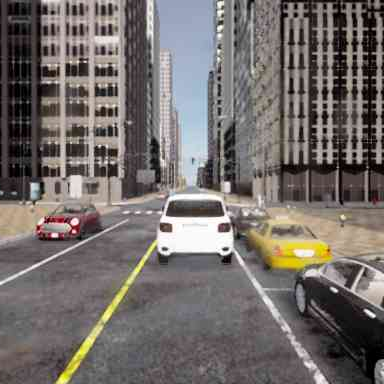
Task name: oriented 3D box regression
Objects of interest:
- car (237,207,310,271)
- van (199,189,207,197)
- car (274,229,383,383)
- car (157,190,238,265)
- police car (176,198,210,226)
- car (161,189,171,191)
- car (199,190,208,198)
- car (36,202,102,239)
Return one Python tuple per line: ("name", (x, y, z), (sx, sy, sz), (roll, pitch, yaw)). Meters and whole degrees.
("car", (2.693, 1.397, 10.286), (1.752, 1.417, 4.829), (0, 1, 0))
("van", (2.698, 0.234, 82.088), (1.690, 1.788, 3.998), (0, 1, 0))
("car", (2.692, 1.495, 4.446), (2.008, 1.369, 4.403), (0, 1, 0))
("car", (0.097, 1.079, 11.337), (2.150, 2.045, 5.566), (0, 1, 0))
("police car", (0.098, 1.221, 22.487), (2.038, 1.542, 4.974), (0, 1, 1))
("car", (-5.779, 0.583, 65.040), (1.967, 1.590, 4.097), (0, 1, 0))
("car", (2.698, 0.417, 76.405), (1.967, 1.590, 4.097), (0, 1, 0))
("car", (-5.687, 1.243, 15.781), (1.967, 1.590, 4.097), (0, 1, 0))
